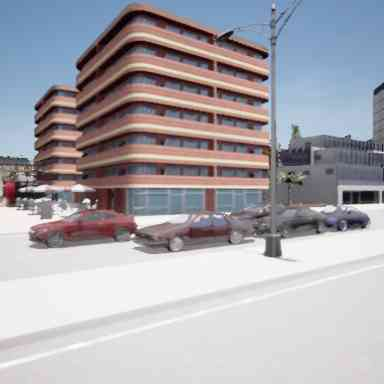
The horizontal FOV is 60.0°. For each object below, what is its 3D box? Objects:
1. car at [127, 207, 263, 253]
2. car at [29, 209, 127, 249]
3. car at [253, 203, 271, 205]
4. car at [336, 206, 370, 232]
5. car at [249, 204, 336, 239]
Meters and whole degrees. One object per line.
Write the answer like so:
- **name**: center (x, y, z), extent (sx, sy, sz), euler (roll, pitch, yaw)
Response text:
- **car**: center (0.267, 1.543, 13.980), extent (5.357, 1.411, 2.033), euler (0, 0, -35)
- **car**: center (-4.658, 1.523, 14.778), extent (4.674, 1.442, 1.812), euler (0, 0, -35)
- **car**: center (4.486, 1.483, 21.248), extent (4.902, 1.511, 2.128), euler (0, 0, -35)
- **car**: center (8.932, 1.553, 20.138), extent (4.181, 1.385, 1.994), euler (0, 0, -35)
- **car**: center (5.278, 1.517, 17.459), extent (4.674, 1.442, 1.812), euler (0, 0, -35)
